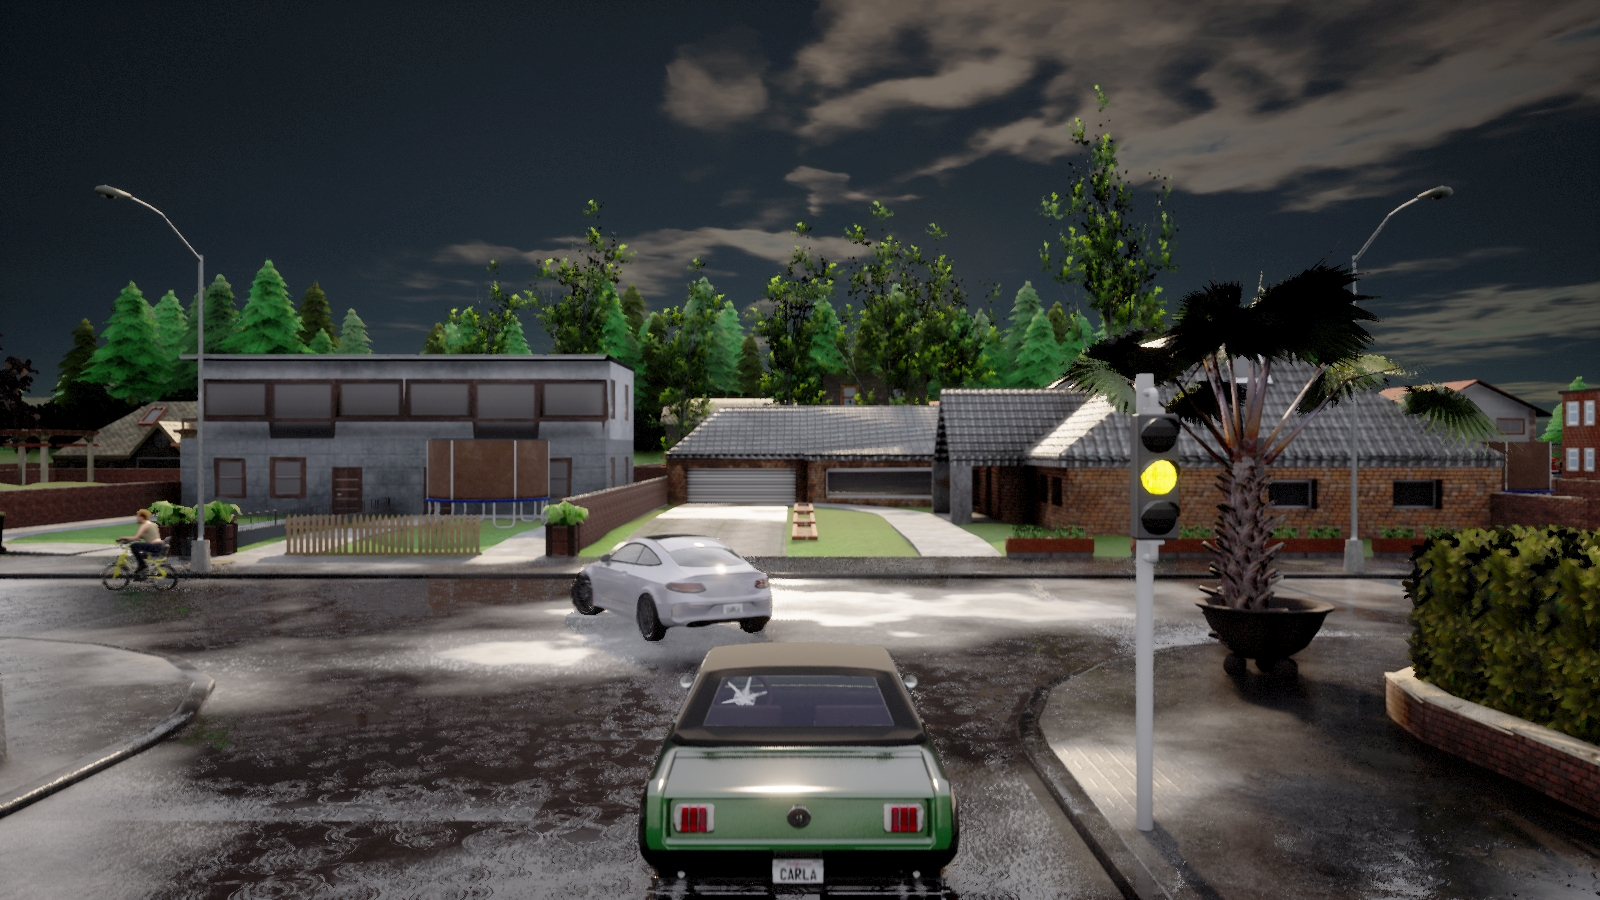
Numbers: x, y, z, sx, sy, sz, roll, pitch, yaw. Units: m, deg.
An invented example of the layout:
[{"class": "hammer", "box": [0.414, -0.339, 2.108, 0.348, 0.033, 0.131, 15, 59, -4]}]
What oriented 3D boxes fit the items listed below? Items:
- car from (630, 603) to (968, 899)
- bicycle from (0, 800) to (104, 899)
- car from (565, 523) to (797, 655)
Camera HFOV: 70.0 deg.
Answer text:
[{"class": "car", "box": [-0.012, 2.139, 8.756, 1.895, 1.301, 4.718, 0, 0, 0]}, {"class": "bicycle", "box": [-2.775, 2.052, 3.389, 0.329, 1.471, 1.835, 0, 0, -1]}, {"class": "car", "box": [-2.045, 2.047, 18.073, 2.002, 1.442, 4.674, 0, 0, -29]}]
